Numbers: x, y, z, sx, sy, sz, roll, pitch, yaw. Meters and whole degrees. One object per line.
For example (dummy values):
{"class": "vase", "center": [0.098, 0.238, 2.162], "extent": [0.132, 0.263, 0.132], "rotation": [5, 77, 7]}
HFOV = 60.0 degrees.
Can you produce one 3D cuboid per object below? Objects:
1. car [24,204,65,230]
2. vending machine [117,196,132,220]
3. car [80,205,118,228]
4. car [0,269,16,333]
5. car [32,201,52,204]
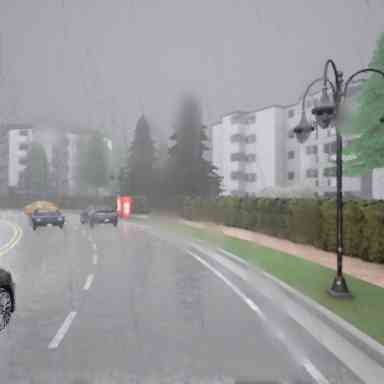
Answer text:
{"class": "car", "center": [-10.061, 1.769, 22.735], "extent": [1.895, 1.301, 4.718], "rotation": [0, 0, -30]}
{"class": "vending machine", "center": [-6.205, 1.416, 30.446], "extent": [1.100, 2.100, 0.880], "rotation": [0, -1, -36]}
{"class": "car", "center": [-6.717, 1.661, 23.748], "extent": [2.128, 1.511, 4.902], "rotation": [0, -1, -29]}
{"class": "car", "center": [-3.826, 1.521, 3.853], "extent": [2.128, 1.511, 4.902], "rotation": [0, -1, -5]}
{"class": "car", "center": [-16.203, 1.741, 35.567], "extent": [5.008, 1.535, 1.882], "rotation": [0, -1, 43]}
